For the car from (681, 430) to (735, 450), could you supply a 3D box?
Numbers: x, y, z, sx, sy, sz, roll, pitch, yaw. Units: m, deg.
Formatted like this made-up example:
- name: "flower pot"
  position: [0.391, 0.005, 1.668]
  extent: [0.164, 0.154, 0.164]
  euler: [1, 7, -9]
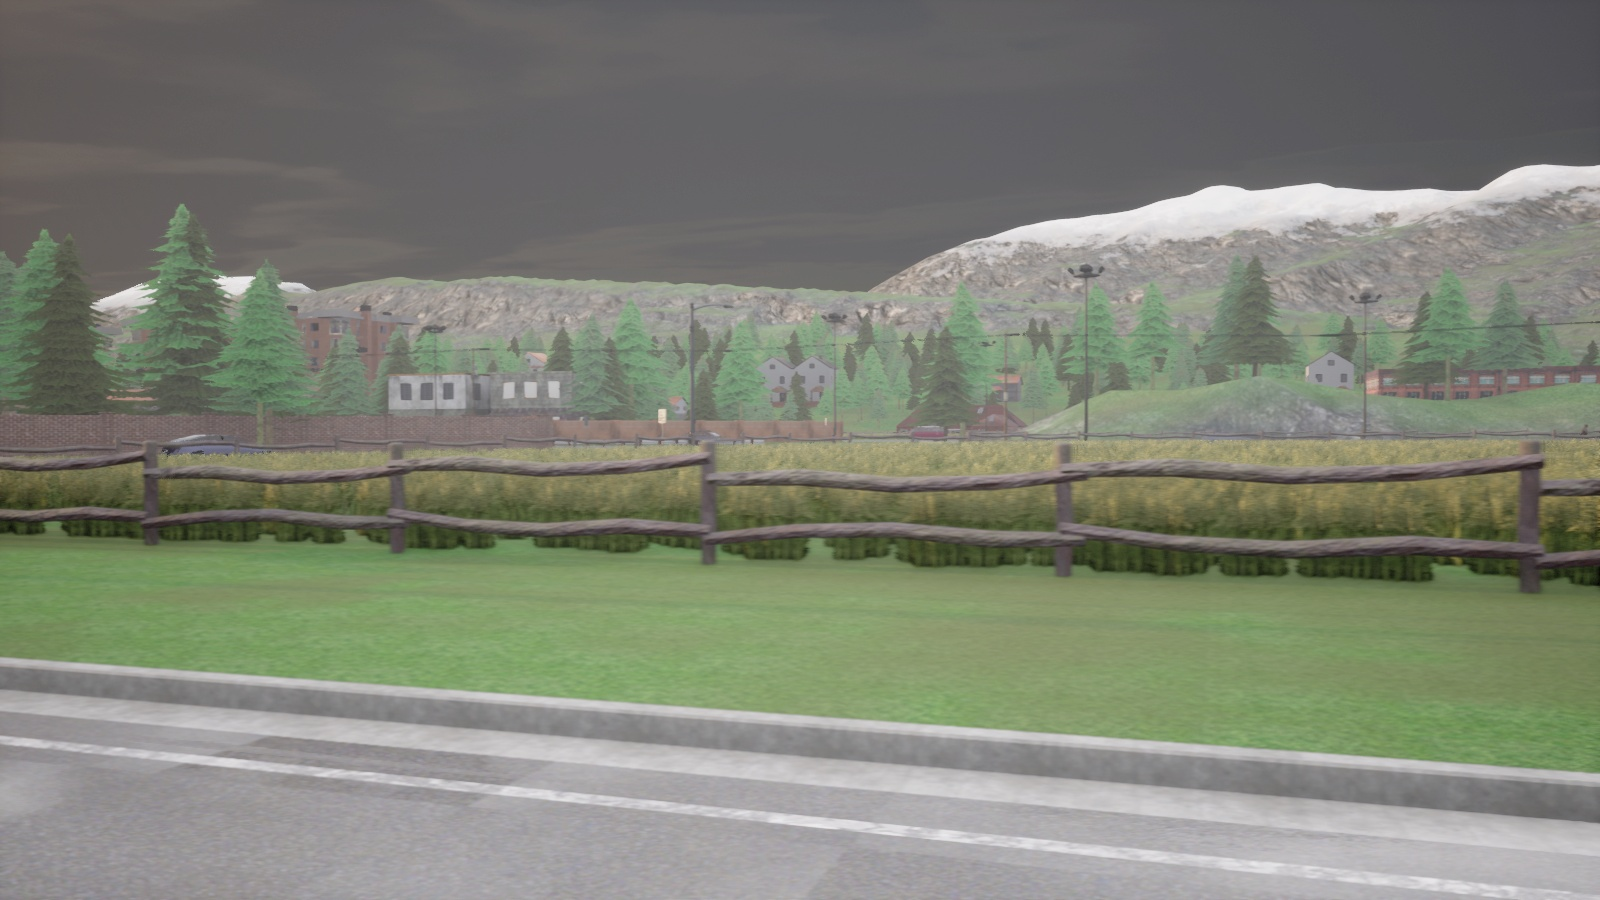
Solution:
- name: "car"
  position: [-7.042, -0.757, 96.075]
  extent: [3.705, 1.549, 1.789]
  euler: [0, 1, 18]

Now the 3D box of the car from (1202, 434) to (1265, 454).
- name: "car"
  position: [31.296, -0.446, 90.746]
  extent: [4.181, 1.385, 1.994]
  euler: [1, 1, 18]

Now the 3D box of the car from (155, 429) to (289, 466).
- name: "car"
  position: [-24.889, -0.136, 54.222]
  extent: [2.163, 1.488, 4.792]
  euler: [1, 1, 42]
